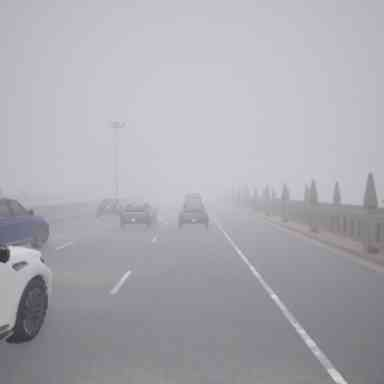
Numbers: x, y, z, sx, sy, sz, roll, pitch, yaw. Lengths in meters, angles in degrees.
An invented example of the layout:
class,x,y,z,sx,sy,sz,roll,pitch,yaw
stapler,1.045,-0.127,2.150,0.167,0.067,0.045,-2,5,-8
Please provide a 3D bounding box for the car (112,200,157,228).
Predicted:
class,x,y,z,sx,sy,sz,roll,pitch,yaw
car,-3.396,1.441,21.719,2.128,1.511,4.902,0,0,0

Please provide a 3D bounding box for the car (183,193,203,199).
class,x,y,z,sx,sy,sz,roll,pitch,yaw
car,0.110,1.127,40.906,2.150,2.045,5.566,0,0,0

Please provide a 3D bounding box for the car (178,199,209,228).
class,x,y,z,sx,sy,sz,roll,pitch,yaw
car,0.104,1.441,21.565,2.128,1.511,4.902,0,0,0

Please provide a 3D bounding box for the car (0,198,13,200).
class,x,y,z,sx,sy,sz,roll,pitch,yaw
car,-6.887,1.195,11.166,2.150,2.045,5.566,0,0,0

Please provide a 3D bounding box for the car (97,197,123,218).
class,x,y,z,sx,sy,sz,roll,pitch,yaw
car,-6.894,1.283,29.544,2.097,1.767,4.553,0,0,0

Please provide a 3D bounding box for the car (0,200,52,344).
class,x,y,z,sx,sy,sz,roll,pitch,yaw
car,-3.411,1.213,3.248,2.150,2.045,5.566,0,0,0
